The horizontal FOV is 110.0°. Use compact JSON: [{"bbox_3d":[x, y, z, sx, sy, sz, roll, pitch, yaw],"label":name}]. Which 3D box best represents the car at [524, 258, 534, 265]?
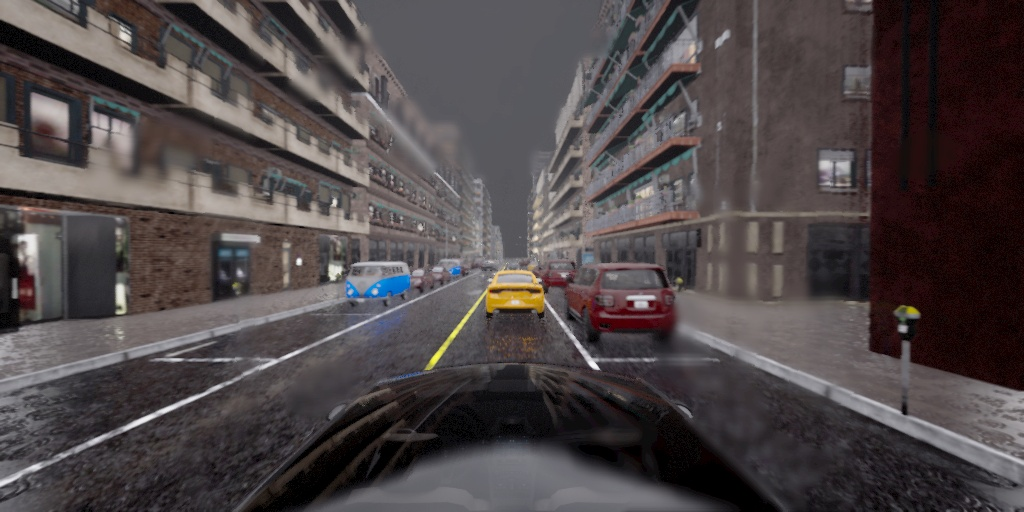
[{"bbox_3d":[3.007,1.368,48.098,1.801,1.575,5.366,0,0,0],"label":"car"}]

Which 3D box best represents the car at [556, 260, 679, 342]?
[{"bbox_3d":[2.689,1.092,9.812,2.192,1.841,5.009,0,0,0],"label":"car"}]

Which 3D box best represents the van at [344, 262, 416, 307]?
[{"bbox_3d":[-5.658,1.135,15.509,1.690,1.789,3.998,0,0,0],"label":"van"}]

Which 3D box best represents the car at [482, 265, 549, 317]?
[{"bbox_3d":[0.100,1.267,13.381,1.882,1.535,5.008,0,0,0],"label":"car"}]

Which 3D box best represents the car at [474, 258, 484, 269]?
[{"bbox_3d":[-5.683,1.271,60.820,2.192,1.841,5.009,0,0,0],"label":"car"}]

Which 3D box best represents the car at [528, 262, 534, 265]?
[{"bbox_3d":[2.693,1.438,32.468,1.802,1.307,4.207,0,0,0],"label":"car"}]

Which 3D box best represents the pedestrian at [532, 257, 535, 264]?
[{"bbox_3d":[3.008,0.969,51.077,0.375,1.860,0.375,-1,1,-5],"label":"pedestrian"}]

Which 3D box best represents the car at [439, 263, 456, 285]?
[{"bbox_3d":[-5.659,1.416,26.836,1.802,1.307,4.207,0,0,0],"label":"car"}]

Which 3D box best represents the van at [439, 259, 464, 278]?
[{"bbox_3d":[-5.670,1.194,32.501,1.690,1.789,3.998,0,0,0],"label":"van"}]

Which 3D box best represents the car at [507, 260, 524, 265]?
[{"bbox_3d":[0.107,1.494,42.994,1.895,1.301,4.718,0,0,0],"label":"car"}]

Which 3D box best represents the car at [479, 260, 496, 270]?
[{"bbox_3d":[-3.071,1.515,49.179,1.895,1.301,4.718,0,0,0],"label":"car"}]

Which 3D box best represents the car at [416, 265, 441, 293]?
[{"bbox_3d":[-5.657,1.396,21.173,1.802,1.307,4.207,0,0,0],"label":"car"}]

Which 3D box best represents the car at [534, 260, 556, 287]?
[{"bbox_3d":[2.691,1.131,21.141,2.192,1.841,5.009,0,0,0],"label":"car"}]

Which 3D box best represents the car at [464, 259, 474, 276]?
[{"bbox_3d":[-5.697,1.189,38.164,2.192,1.841,5.009,0,0,0],"label":"car"}]
